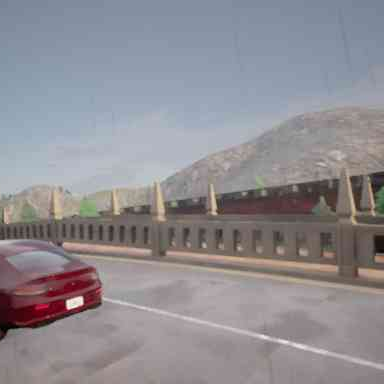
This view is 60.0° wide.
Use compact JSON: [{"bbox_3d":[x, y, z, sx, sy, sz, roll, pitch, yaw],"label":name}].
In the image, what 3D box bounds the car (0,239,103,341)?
[{"bbox_3d":[-3.753,1.698,6.665,4.674,1.442,1.812,-3,-2,35],"label":"car"}]
